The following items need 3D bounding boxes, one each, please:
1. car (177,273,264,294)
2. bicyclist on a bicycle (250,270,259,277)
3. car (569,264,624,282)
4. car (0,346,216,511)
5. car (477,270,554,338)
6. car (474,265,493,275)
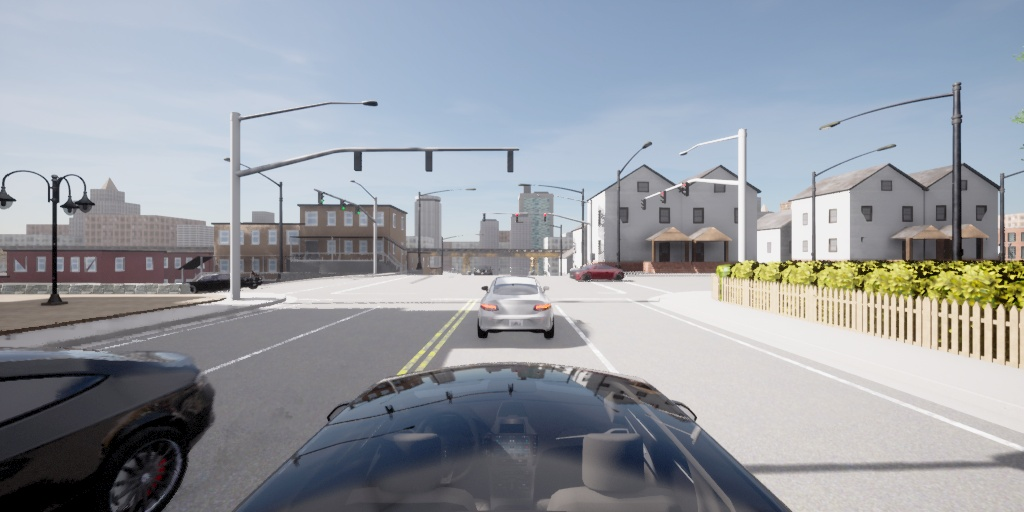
[{"bbox_3d":[-19.974,1.845,24.705,4.718,1.301,1.895,-4,0,-1],"label":"car"},{"bbox_3d":[-25.565,2.214,35.591,0.582,1.620,1.656,-8,0,0],"label":"bicyclist on a bicycle"},{"bbox_3d":[6.659,1.317,28.230,4.181,1.385,1.994,0,0,-10],"label":"car"},{"bbox_3d":[-3.608,1.276,1.390,1.812,1.442,4.674,0,0,0],"label":"car"},{"bbox_3d":[0.102,1.276,10.011,1.812,1.442,4.674,0,0,0],"label":"car"},{"bbox_3d":[-3.516,2.162,45.252,2.150,2.045,5.566,0,-9,0],"label":"car"}]
